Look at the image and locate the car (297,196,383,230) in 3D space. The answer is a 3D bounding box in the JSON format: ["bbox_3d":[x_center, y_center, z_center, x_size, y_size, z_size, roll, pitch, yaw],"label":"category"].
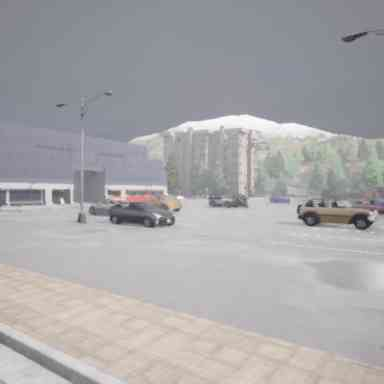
[{"bbox_3d":[8.971,1.255,20.673,4.605,1.855,1.932,1,0,35],"label":"car"}]

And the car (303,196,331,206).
[{"bbox_3d":[20.534,1.464,54.694,3.806,1.475,1.970,1,0,35],"label":"car"}]

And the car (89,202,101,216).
[{"bbox_3d":[-6.844,1.262,27.864,3.806,1.475,1.970,1,0,35],"label":"car"}]

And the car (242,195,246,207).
[{"bbox_3d":[5.346,1.121,46.333,4.605,1.855,1.932,1,0,35],"label":"car"}]

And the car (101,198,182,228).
[{"bbox_3d":[-3.211,1.381,20.800,4.514,1.523,2.007,1,0,35],"label":"car"}]

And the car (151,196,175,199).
[{"bbox_3d":[-3.396,1.181,33.286,5.027,1.636,2.152,1,0,35],"label":"car"}]

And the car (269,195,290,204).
[{"bbox_3d":[16.203,1.397,61.417,3.633,1.501,1.845,1,0,35],"label":"car"}]

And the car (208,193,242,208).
[{"bbox_3d":[4.003,1.104,43.724,3.866,1.878,1.905,1,0,35],"label":"car"}]

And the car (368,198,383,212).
[{"bbox_3d":[22.566,1.482,38.554,3.633,1.501,1.845,1,0,35],"label":"car"}]
